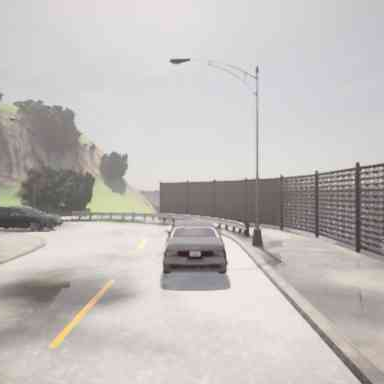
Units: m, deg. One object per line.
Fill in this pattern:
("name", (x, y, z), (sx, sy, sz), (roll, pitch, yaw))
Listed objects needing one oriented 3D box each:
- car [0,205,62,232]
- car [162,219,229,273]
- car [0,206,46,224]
("car", (-10.497, 1.597, 20.399), (4.892, 1.490, 1.837), (0, -1, 5))
("car", (0.048, 1.596, 10.790), (2.033, 1.411, 5.357), (0, 0, -1))
("car", (-13.774, 1.713, 25.116), (4.718, 1.301, 1.895), (0, 0, -1))
